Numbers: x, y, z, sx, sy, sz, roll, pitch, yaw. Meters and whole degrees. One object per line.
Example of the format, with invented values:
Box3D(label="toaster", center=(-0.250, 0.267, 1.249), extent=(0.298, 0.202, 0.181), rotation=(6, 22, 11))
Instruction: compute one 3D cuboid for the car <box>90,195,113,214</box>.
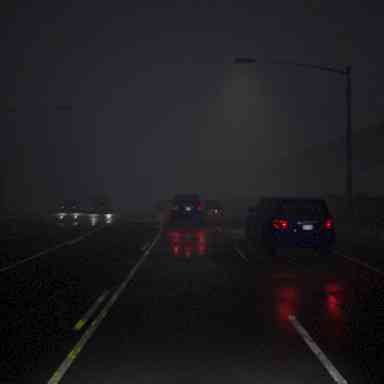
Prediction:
Box3D(label="car", center=(-9.881, 1.297, 36.509), extent=(2.150, 2.045, 5.566), rotation=(0, -1, -13))

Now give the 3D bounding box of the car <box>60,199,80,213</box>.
Box3D(label="car", center=(-13.890, 1.621, 38.048), extent=(1.837, 1.490, 4.892), rotation=(1, -2, -15))

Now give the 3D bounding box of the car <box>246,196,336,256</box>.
Box3D(label="car", center=(3.565, 1.181, 13.017), extent=(2.150, 2.045, 5.566), rotation=(0, 0, -1))

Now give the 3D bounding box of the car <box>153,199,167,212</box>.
Box3D(label="car", center=(-3.665, 1.668, 41.003), extent=(2.128, 1.511, 4.902), rotation=(0, -1, -14))

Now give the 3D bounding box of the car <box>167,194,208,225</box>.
Box3D(label="car", center=(-0.482, 1.159, 23.426), extent=(2.150, 2.045, 5.566), rotation=(0, 0, -5))

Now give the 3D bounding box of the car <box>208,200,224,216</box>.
Box3D(label="car", center=(1.804, 1.513, 32.499), extent=(1.837, 1.490, 4.892), rotation=(0, -1, -9))
